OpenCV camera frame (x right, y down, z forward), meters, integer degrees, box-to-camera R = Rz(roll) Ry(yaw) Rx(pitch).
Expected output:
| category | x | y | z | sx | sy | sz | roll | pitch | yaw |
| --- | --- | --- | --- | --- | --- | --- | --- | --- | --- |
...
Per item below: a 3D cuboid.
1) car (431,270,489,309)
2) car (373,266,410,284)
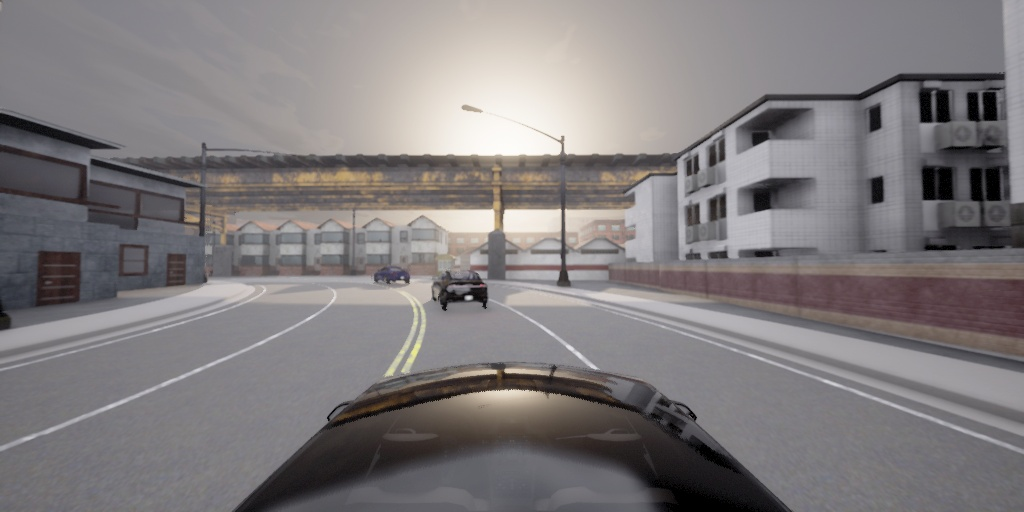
| category | x | y | z | sx | sy | sz | roll | pitch | yaw |
| --- | --- | --- | --- | --- | --- | --- | --- | --- | --- |
| car | -2.369 | 1.352 | 15.595 | 2.128 | 1.511 | 4.902 | 0 | 0 | -19 |
| car | -9.935 | 1.534 | 29.606 | 1.812 | 1.442 | 4.674 | 1 | -1 | -38 |
